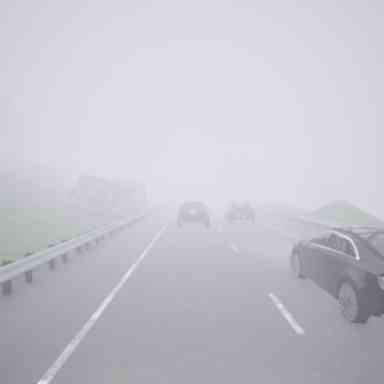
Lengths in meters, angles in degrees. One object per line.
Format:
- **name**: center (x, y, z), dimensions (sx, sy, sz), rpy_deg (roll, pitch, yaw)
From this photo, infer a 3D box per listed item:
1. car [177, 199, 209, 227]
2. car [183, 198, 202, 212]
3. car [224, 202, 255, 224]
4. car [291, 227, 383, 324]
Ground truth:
- **car**: center (0.081, 1.384, 23.362), dimensions (2.097, 1.767, 4.553), rpy_deg (0, 0, 0)
- **car**: center (0.065, 1.548, 41.241), dimensions (2.128, 1.511, 4.902), rpy_deg (0, 0, 0)
- **car**: center (3.579, 1.526, 25.423), dimensions (2.128, 1.511, 4.902), rpy_deg (0, 0, 0)
- **car**: center (3.592, 1.500, 7.134), dimensions (2.128, 1.511, 4.902), rpy_deg (0, 0, 0)
